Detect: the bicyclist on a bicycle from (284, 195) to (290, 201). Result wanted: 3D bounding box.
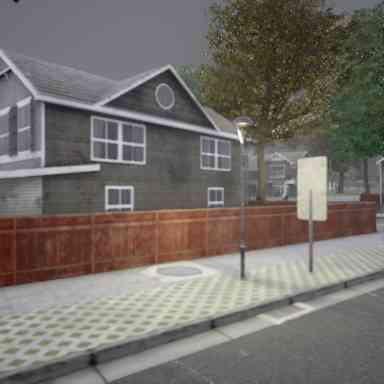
[{"bbox_3d":[9.664,1.145,33.918,0.582,1.620,1.656,1,1,43],"label":"bicyclist on a bicycle"}]
